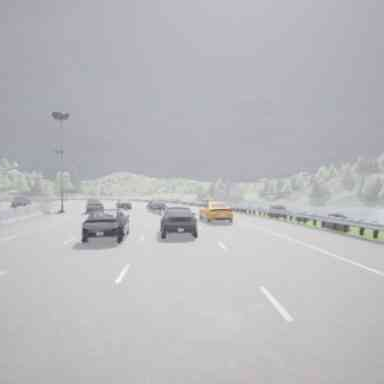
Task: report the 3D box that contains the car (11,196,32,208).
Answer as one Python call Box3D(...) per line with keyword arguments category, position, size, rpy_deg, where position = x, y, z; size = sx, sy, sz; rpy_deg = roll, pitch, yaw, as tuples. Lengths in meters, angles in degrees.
Box3D(category="car", position=(-25.824, 1.656, 50.553), size=(2.150, 2.045, 5.566), rpy_deg=(-1, 0, -18))

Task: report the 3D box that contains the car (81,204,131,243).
Box3D(category="car", position=(-4.199, 1.579, 16.671), size=(2.128, 1.511, 4.902), rpy_deg=(-1, 0, -6))

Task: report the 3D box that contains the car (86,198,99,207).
Box3D(category="car", position=(-18.510, 1.865, 61.567), size=(1.837, 1.490, 4.892), rpy_deg=(0, -1, -22))

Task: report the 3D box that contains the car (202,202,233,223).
Box3D(category="car", position=(1.801, 1.507, 26.072), size=(1.882, 1.535, 5.008), rpy_deg=(0, 0, -9))

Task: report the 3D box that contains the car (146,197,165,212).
Box3D(category="car", position=(-4.515, 1.688, 41.611), size=(2.033, 1.411, 5.357), rpy_deg=(-1, 0, -16))

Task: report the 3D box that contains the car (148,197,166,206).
Box3D(category="car", position=(-6.229, 1.675, 58.600), size=(1.882, 1.535, 5.008), rpy_deg=(0, 0, -20))

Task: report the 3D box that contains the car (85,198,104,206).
Box3D(category="car", position=(-11.512, 1.718, 39.455), size=(2.128, 1.511, 4.902), rpy_deg=(0, 0, -14))

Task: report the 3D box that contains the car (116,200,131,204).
Box3D(category="car", position=(-10.022, 1.826, 48.355), size=(1.895, 1.301, 4.718), rpy_deg=(-1, 0, -17))

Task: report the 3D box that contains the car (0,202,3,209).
Box3D(category="car", position=(-28.488, 1.939, 47.388), size=(1.882, 1.535, 5.008), rpy_deg=(-1, 0, -17))

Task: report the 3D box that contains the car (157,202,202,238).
Box3D(category="car", position=(-0.812, 1.553, 18.286), size=(1.837, 1.490, 4.892), rpy_deg=(0, 0, -6))
